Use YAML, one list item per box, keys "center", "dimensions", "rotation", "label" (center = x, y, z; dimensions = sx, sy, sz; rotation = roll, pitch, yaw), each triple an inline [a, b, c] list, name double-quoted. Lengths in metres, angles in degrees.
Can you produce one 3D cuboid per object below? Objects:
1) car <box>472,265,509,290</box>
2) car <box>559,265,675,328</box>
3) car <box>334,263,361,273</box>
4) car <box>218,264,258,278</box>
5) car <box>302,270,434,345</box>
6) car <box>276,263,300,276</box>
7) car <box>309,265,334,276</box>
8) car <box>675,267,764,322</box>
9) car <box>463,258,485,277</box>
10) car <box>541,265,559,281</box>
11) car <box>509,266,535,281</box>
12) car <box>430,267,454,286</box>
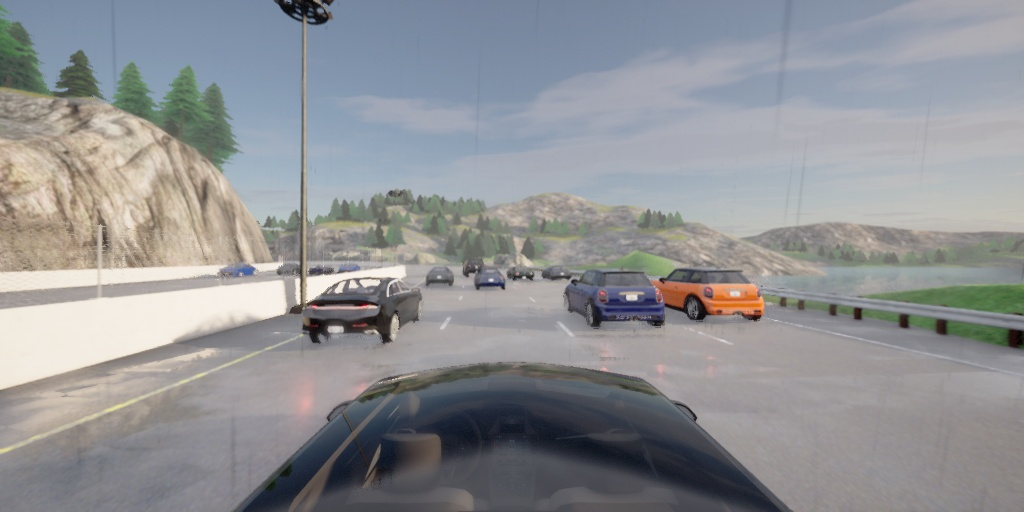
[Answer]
- center: [-1.562, 1.498, 24.587]
  dimensions: [1.994, 1.385, 4.181]
  rotation: [0, -1, -7]
  label: "car"
- center: [3.145, 1.181, 11.911]
  dimensions: [2.097, 1.767, 4.553]
  rotation: [0, 0, -3]
  label: "car"
- center: [-19.489, 1.577, 43.187]
  dimensions: [1.882, 1.535, 5.008]
  rotation: [0, -1, -14]
  label: "car"
- center: [-29.080, 1.546, 38.194]
  dimensions: [1.882, 1.535, 5.008]
  rotation: [0, 0, -13]
  label: "car"
- center: [-3.721, 1.309, 9.767]
  dimensions: [2.128, 1.511, 4.902]
  rotation: [0, 0, -3]
  label: "car"
- center: [-26.743, 1.615, 43.377]
  dimensions: [1.837, 1.490, 4.892]
  rotation: [0, -1, -14]
  label: "car"
- center: [-23.326, 1.712, 44.136]
  dimensions: [1.895, 1.301, 4.718]
  rotation: [0, 0, -14]
  label: "car"
- center: [6.590, 1.186, 12.921]
  dimensions: [2.097, 1.767, 4.553]
  rotation: [0, 0, -4]
  label: "car"
- center: [-4.326, 1.290, 40.615]
  dimensions: [2.150, 2.045, 5.566]
  rotation: [0, 0, -12]
  label: "car"
- center: [4.118, 1.567, 33.727]
  dimensions: [1.994, 1.385, 4.181]
  rotation: [0, 0, -10]
  label: "car"
- center: [0.674, 1.604, 33.312]
  dimensions: [1.895, 1.301, 4.718]
  rotation: [0, 0, -10]
  label: "car"
- center: [-5.560, 1.529, 27.878]
  dimensions: [1.994, 1.385, 4.181]
  rotation: [0, 0, -8]
  label: "car"
